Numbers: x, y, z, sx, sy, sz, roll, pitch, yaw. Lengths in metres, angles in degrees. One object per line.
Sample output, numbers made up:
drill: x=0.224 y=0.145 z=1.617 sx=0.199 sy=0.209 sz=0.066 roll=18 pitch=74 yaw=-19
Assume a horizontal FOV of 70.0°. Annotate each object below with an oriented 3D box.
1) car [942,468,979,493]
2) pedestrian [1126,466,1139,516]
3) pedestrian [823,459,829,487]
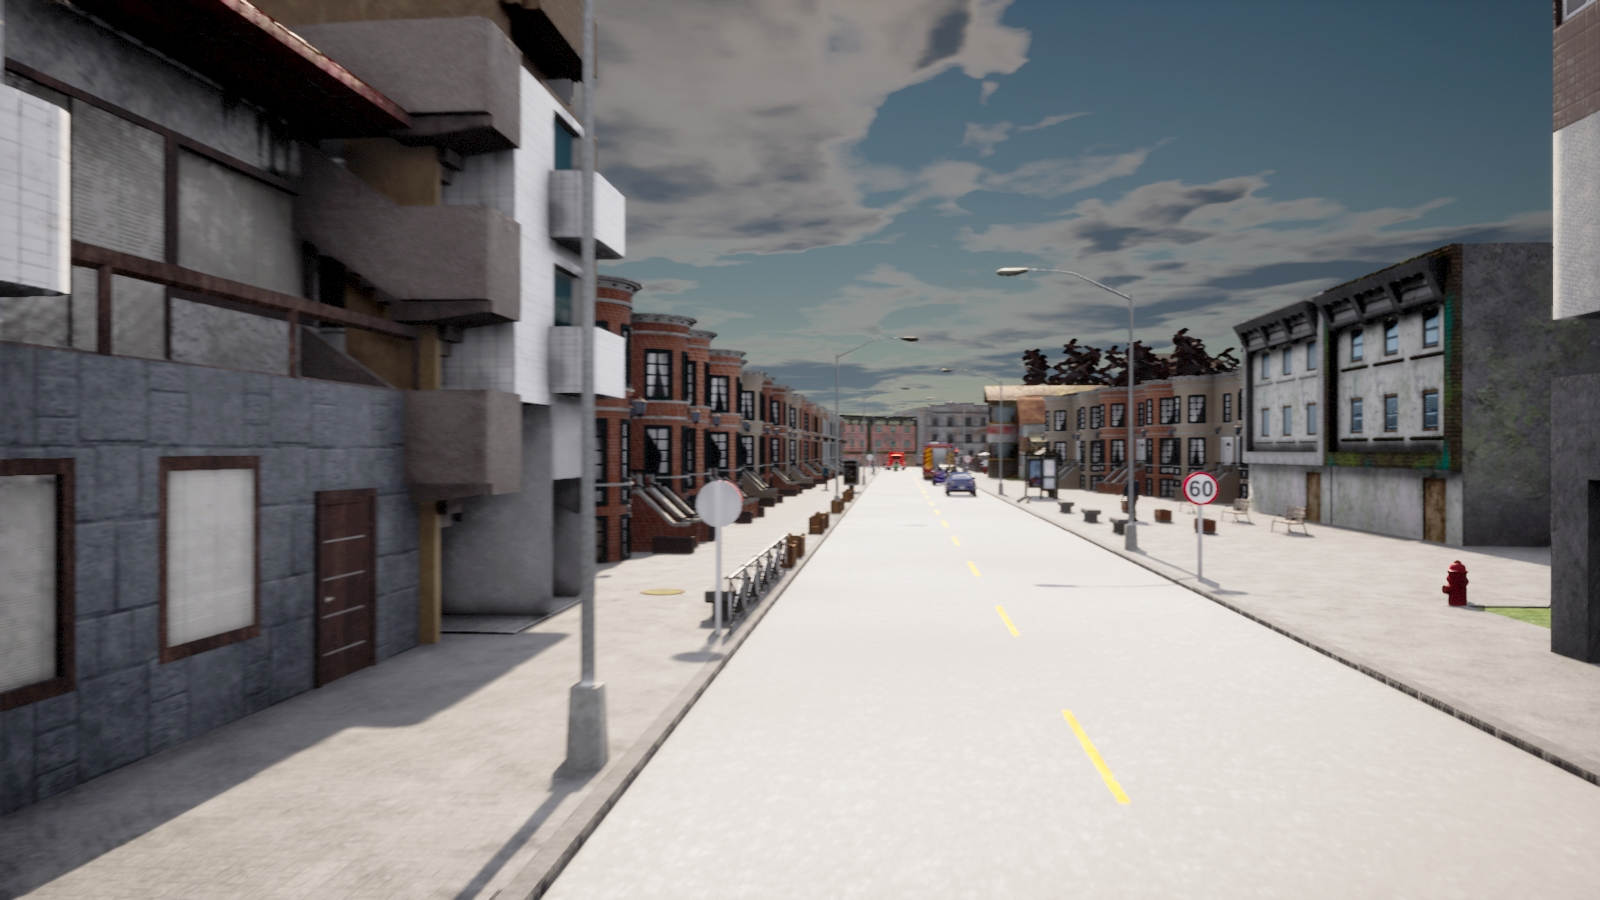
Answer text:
car: x=9.941 y=1.868 z=70.933 sx=2.002 sy=1.442 sz=4.674 roll=0 pitch=0 yaw=5
pedestrian: x=12.439 y=1.535 z=42.739 sx=0.375 sy=1.860 sz=0.375 roll=0 pitch=0 yaw=1
pedestrian: x=1.748 y=1.525 z=76.657 sx=0.375 sy=1.860 sz=0.375 roll=0 pitch=0 yaw=-4
